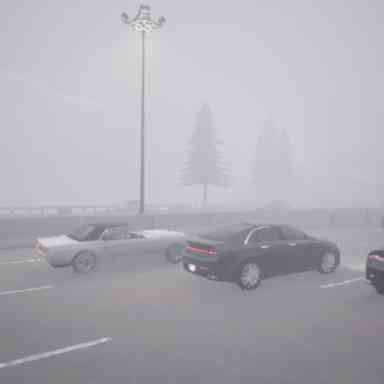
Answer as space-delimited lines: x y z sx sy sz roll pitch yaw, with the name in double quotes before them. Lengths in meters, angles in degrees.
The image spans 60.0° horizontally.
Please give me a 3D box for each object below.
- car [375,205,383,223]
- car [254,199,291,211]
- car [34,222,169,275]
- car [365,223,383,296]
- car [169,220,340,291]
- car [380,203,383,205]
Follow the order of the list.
"car" 13.199 1.650 19.495 4.892 1.490 1.837 0 0 -27
"car" 10.034 1.700 41.469 4.892 1.490 1.837 0 0 -24
"car" -2.280 1.619 10.543 4.718 1.301 1.895 0 0 -34
"car" 5.902 1.552 7.434 4.902 1.511 2.128 0 0 -32
"car" 2.041 1.546 9.142 4.892 1.490 1.837 0 0 -33
"car" 24.157 1.772 39.735 4.902 1.511 2.128 1 0 -20
